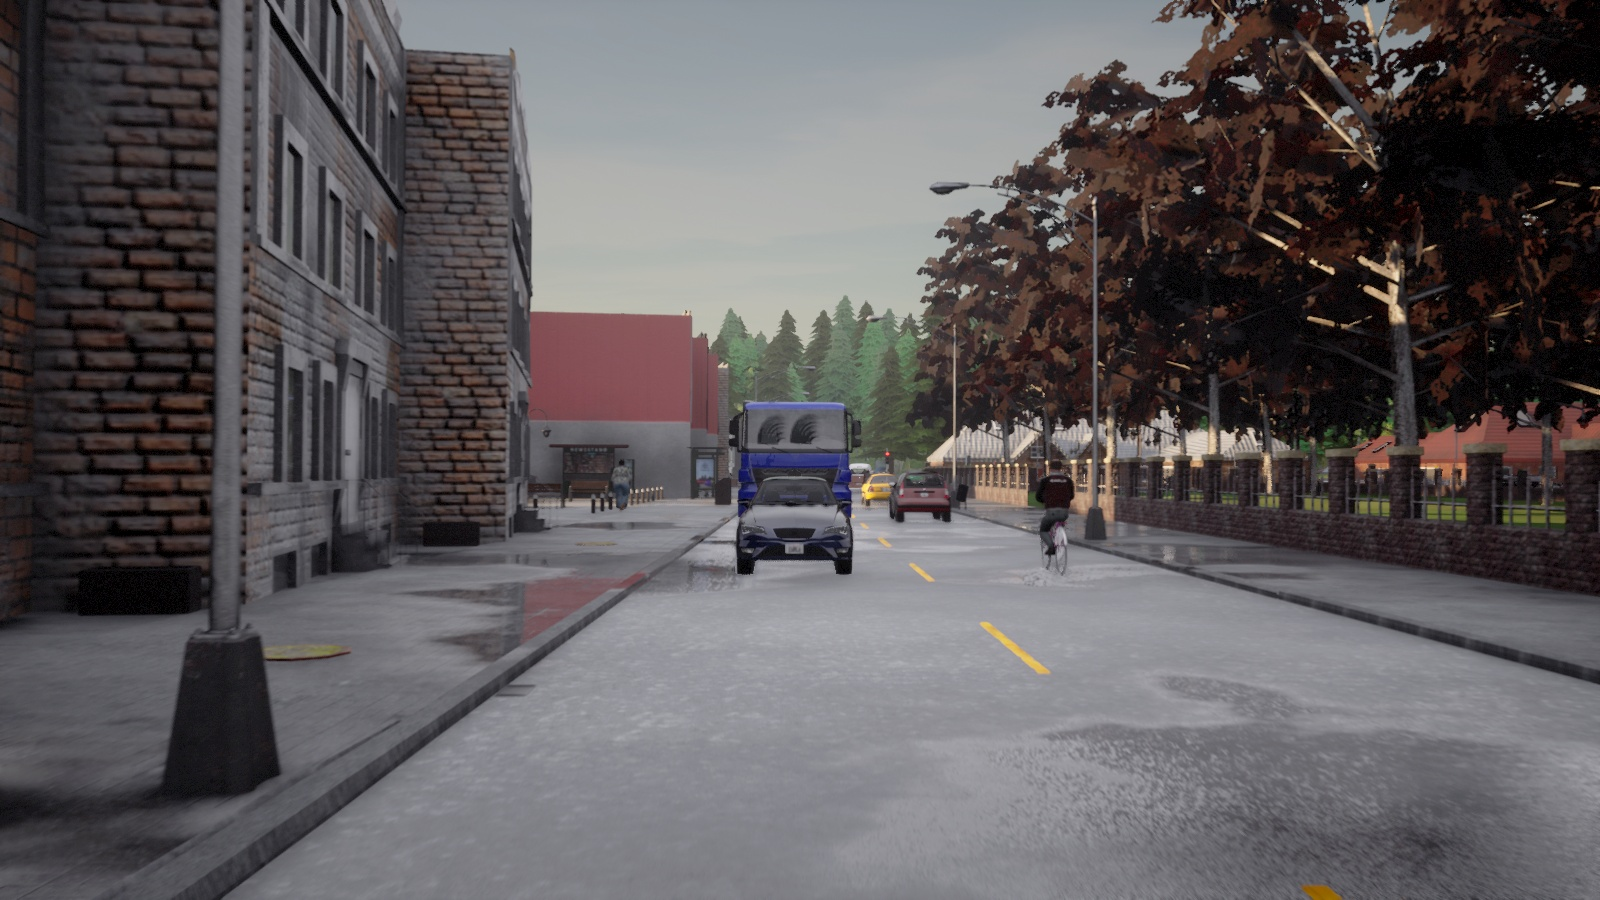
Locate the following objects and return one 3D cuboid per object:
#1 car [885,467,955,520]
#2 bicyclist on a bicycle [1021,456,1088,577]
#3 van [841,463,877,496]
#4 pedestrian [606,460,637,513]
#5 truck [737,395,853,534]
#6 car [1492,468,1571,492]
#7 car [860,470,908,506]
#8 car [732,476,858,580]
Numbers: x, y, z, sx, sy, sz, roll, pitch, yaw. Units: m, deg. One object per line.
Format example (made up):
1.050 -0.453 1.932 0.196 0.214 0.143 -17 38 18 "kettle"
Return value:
3.850 1.382 40.833 1.851 1.617 3.988 0 -1 0 "car"
3.924 0.996 19.499 0.659 1.776 1.843 0 -1 0 "bicyclist on a bicycle"
3.747 1.871 80.478 2.069 2.038 4.480 0 -1 0 "van"
-6.344 1.300 44.766 0.874 1.855 0.900 0 -1 9 "pedestrian"
-0.135 0.425 35.300 2.891 3.462 7.936 0 -1 0 "truck"
48.897 1.984 84.061 2.128 1.511 4.902 0 -1 -4 "car"
3.811 1.704 57.604 1.801 1.575 5.366 0 -1 0 "car"
-0.077 1.167 20.223 1.816 1.474 4.193 0 -1 0 "car"
